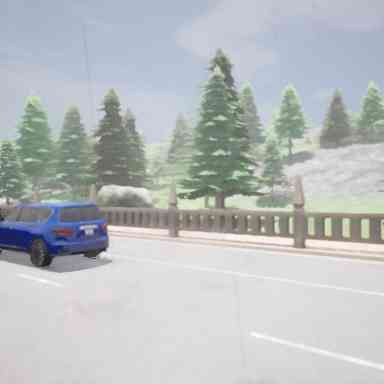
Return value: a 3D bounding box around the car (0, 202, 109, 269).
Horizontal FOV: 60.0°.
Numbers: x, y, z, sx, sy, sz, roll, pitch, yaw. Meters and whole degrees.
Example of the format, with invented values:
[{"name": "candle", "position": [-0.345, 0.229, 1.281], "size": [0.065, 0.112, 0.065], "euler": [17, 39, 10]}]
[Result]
[{"name": "car", "position": [-5.404, 1.380, 12.057], "size": [5.566, 2.045, 2.150], "euler": [-1, 0, 36]}]
